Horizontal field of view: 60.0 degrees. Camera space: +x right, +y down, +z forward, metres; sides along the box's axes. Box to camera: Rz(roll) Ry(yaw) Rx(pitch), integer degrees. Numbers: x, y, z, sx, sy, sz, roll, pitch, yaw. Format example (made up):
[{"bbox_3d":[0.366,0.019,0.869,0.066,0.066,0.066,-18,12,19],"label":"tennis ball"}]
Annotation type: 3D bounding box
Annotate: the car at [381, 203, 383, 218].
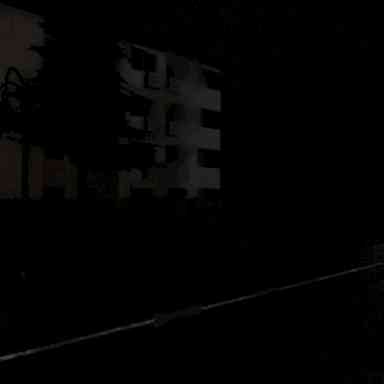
[{"bbox_3d":[17.939,1.794,30.715,1.837,1.490,4.892,1,0,-36],"label":"car"}]
